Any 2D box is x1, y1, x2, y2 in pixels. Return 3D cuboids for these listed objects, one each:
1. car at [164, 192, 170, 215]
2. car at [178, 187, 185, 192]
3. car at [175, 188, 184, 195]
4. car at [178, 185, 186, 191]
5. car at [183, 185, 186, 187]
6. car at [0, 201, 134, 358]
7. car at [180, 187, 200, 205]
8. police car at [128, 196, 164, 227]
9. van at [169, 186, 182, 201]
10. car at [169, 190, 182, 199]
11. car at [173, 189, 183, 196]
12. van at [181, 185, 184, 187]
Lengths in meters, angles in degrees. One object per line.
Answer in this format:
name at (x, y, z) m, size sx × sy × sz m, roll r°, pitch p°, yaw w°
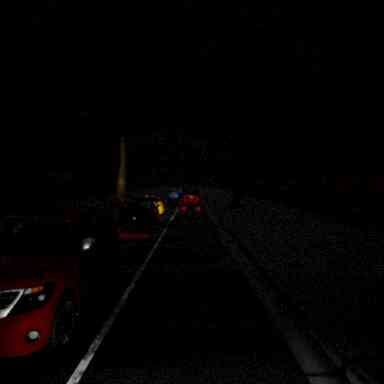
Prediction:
car at (-3.080, 1.055, 27.116) m, size 1.882 × 1.535 × 5.008 m, roll 0°, pitch 1°, yaw 0°
car at (-2.842, -0.730, 89.278) m, size 1.802 × 1.307 × 4.206 m, roll 1°, pitch 2°, yaw 0°
car at (-2.800, -0.140, 72.671) m, size 1.802 × 1.307 × 4.206 m, roll 1°, pitch 2°, yaw 0°
car at (-2.854, -1.058, 94.809) m, size 1.967 × 1.590 × 4.097 m, roll 1°, pitch 2°, yaw 0°
car at (-0.095, 0.184, 56.646) m, size 2.097 × 1.767 × 4.553 m, roll 0°, pitch 2°, yaw 0°
car at (-2.663, 1.250, 6.147) m, size 2.192 × 1.841 × 5.009 m, roll -1°, pitch 1°, yaw 0°
car at (-0.053, 0.615, 41.310) m, size 2.097 × 1.767 × 4.553 m, roll 0°, pitch 1°, yaw 0°
police car at (-3.058, 1.135, 20.226) m, size 1.930 × 1.638 × 5.238 m, roll 0°, pitch 1°, yaw 0°
van at (-2.752, 0.358, 50.500) m, size 1.690 × 1.788 × 3.998 m, roll 0°, pitch 2°, yaw 0°
car at (-2.765, 0.401, 56.049) m, size 2.008 × 1.369 × 4.403 m, roll 1°, pitch 2°, yaw 0°
car at (-2.789, 0.045, 67.134) m, size 1.947 × 1.339 × 4.313 m, roll 1°, pitch 2°, yaw 0°
van at (-2.774, 0.013, 61.585) m, size 1.690 × 1.788 × 3.998 m, roll 1°, pitch 2°, yaw 0°
